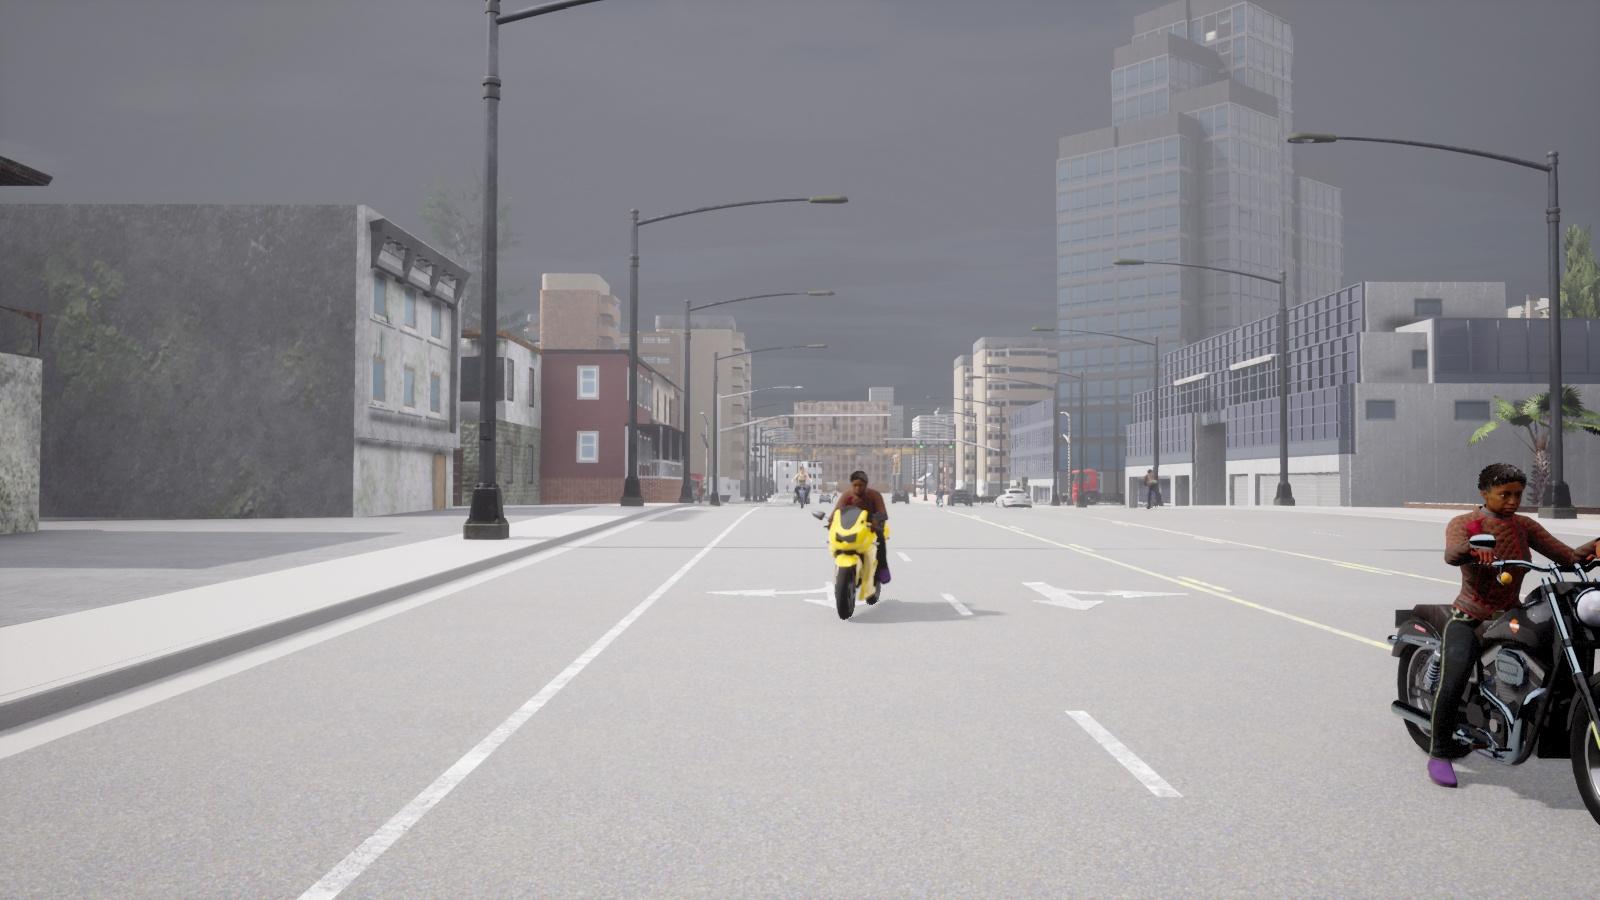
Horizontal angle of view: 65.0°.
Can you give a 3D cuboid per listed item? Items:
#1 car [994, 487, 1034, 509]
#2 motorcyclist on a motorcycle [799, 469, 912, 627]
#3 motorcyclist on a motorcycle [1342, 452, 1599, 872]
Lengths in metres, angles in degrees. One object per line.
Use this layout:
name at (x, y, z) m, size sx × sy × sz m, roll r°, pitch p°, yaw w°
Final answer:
car at (14.144, 3.192, 83.232) m, size 1.812 × 1.442 × 4.674 m, roll 0°, pitch -3°, yaw 0°
motorcyclist on a motorcycle at (0.629, 0.972, 13.375) m, size 0.797 × 1.523 × 2.044 m, roll 0°, pitch 0°, yaw 14°
motorcyclist on a motorcycle at (3.520, 0.843, 6.085) m, size 0.766 × 1.649 × 2.350 m, roll 0°, pitch -1°, yaw 0°
